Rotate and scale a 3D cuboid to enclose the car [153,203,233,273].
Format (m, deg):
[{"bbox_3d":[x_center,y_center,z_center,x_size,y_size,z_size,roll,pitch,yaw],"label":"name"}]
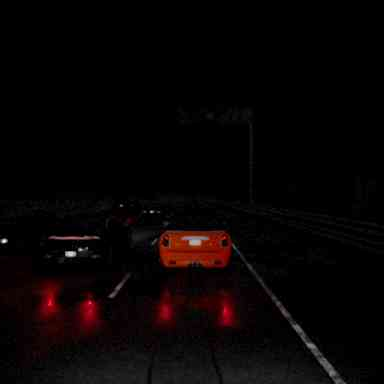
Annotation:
[{"bbox_3d":[0.095,1.394,11.006,2.097,1.767,4.553,0,0,0],"label":"car"}]

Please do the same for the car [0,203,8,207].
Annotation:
[{"bbox_3d":[-17.587,1.694,28.667,1.837,1.490,4.892,0,-1,0],"label":"car"}]

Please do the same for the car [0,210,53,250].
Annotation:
[{"bbox_3d":[-6.897,1.572,14.710,1.837,1.490,4.892,0,0,0],"label":"car"}]

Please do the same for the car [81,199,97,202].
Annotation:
[{"bbox_3d":[-20.972,2.210,69.456,1.837,1.490,4.892,0,-1,0],"label":"car"}]

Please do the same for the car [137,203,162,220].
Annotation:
[{"bbox_3d":[-3.389,1.754,30.604,2.033,1.411,5.357,0,-1,0],"label":"car"}]

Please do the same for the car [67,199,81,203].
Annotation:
[{"bbox_3d":[-24.472,2.210,69.457,1.837,1.490,4.892,0,-1,0],"label":"car"}]

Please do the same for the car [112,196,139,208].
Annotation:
[{"bbox_3d":[-6.886,1.470,35.124,2.150,2.045,5.566,0,-1,0],"label":"car"}]

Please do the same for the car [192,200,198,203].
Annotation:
[{"bbox_3d":[0.110,1.754,30.608,2.033,1.411,5.357,0,-1,0],"label":"car"}]

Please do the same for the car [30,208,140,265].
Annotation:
[{"bbox_3d":[-3.404,1.539,11.768,2.128,1.511,4.902,0,0,0],"label":"car"}]
